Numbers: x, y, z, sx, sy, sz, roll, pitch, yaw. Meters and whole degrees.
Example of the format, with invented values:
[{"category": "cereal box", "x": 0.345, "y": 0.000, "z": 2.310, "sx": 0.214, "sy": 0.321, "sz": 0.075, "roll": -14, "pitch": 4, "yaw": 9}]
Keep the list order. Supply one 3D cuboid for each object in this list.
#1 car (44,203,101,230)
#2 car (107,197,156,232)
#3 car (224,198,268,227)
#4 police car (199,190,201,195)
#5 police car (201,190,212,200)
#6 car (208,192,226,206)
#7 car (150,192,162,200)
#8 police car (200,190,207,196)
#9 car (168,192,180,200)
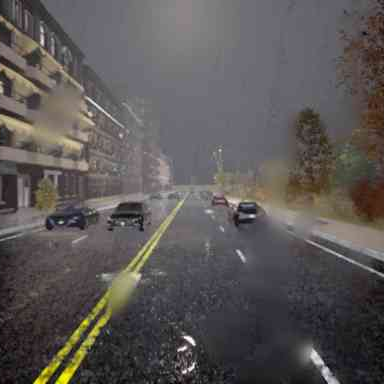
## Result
[{"category": "car", "x": -6.588, "y": 1.310, "z": 18.714, "sx": 1.994, "sy": 1.385, "sz": 4.181, "roll": 0, "pitch": 1, "yaw": 0}, {"category": "car", "x": -3.341, "y": 1.255, "z": 18.453, "sx": 1.837, "sy": 1.490, "sz": 4.892, "roll": 0, "pitch": 1, "yaw": 0}, {"category": "car", "x": 3.355, "y": 1.285, "z": 20.516, "sx": 1.994, "sy": 1.385, "sz": 4.181, "roll": 0, "pitch": 1, "yaw": 0}, {"category": "police car", "x": 3.264, "y": 0.521, "z": 73.386, "sx": 2.038, "sy": 1.542, "sz": 4.974, "roll": 0, "pitch": 1, "yaw": 0}, {"category": "police car", "x": 3.261, "y": 0.668, "z": 62.387, "sx": 2.038, "sy": 1.542, "sz": 4.974, "roll": 0, "pitch": 1, "yaw": 0}, {"category": "car", "x": 3.358, "y": 1.006, "z": 41.422, "sx": 1.994, "sy": 1.385, "sz": 4.181, "roll": 0, "pitch": 1, "yaw": 0}, {"category": "car", "x": -6.504, "y": 0.750, "z": 60.451, "sx": 2.033, "sy": 1.411, "sz": 5.357, "roll": 0, "pitch": 1, "yaw": 0}, {"category": "police car", "x": 3.267, "y": 0.146, "z": 95.494, "sx": 1.930, "sy": 1.638, "sz": 5.238, "roll": 0, "pitch": 1, "yaw": 0}, {"category": "car", "x": -3.268, "y": 0.758, "z": 59.878, "sx": 1.994, "sy": 1.385, "sz": 4.181, "roll": 0, "pitch": 1, "yaw": 1}]
